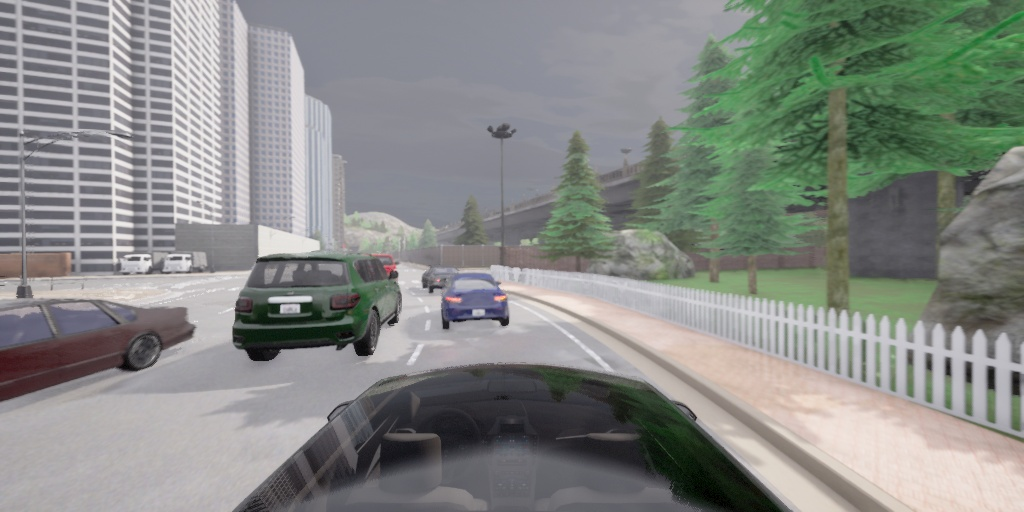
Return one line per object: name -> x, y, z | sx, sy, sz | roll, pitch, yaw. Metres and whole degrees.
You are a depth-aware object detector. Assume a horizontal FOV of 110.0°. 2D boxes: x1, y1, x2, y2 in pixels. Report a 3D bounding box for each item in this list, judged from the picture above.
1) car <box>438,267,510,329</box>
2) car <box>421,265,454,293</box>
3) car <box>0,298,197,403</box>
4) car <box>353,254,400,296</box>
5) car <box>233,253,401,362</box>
car -> -1.243, 1.229, 11.056 | 1.812, 1.442, 4.674 | -1, 0, -11
car -> -3.922, 1.218, 20.083 | 2.033, 1.411, 5.357 | -1, 0, -20
car -> -7.321, 1.344, 4.979 | 2.033, 1.411, 5.357 | 0, 0, -4
car -> -7.671, 0.924, 20.403 | 2.150, 2.045, 5.566 | -1, 0, -20
car -> -4.065, 0.963, 8.509 | 2.150, 2.045, 5.566 | -1, 0, -9
